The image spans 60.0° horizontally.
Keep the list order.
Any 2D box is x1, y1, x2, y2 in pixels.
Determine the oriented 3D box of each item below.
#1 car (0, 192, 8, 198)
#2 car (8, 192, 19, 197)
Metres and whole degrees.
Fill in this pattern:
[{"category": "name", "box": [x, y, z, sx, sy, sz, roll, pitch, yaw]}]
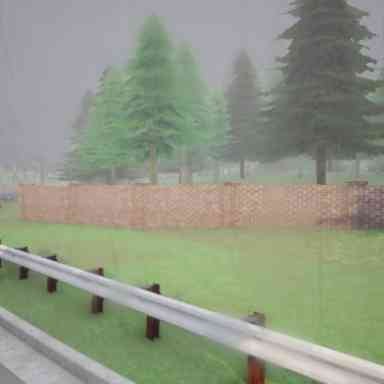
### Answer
[{"category": "car", "box": [-46.511, 0.923, 80.956, 1.994, 1.385, 4.181, 0, 0, -18]}, {"category": "car", "box": [-43.175, 0.751, 82.019, 2.097, 1.767, 4.553, 0, 0, -18]}]
